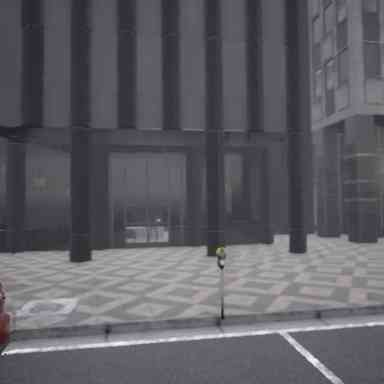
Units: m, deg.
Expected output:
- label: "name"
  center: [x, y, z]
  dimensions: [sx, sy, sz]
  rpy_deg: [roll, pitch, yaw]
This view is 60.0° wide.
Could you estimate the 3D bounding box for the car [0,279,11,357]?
- label: "car"
  center: [-4.736, 1.531, 3.575]
  dimensions: [5.009, 1.841, 2.192]
  rpy_deg: [-1, -2, -9]
